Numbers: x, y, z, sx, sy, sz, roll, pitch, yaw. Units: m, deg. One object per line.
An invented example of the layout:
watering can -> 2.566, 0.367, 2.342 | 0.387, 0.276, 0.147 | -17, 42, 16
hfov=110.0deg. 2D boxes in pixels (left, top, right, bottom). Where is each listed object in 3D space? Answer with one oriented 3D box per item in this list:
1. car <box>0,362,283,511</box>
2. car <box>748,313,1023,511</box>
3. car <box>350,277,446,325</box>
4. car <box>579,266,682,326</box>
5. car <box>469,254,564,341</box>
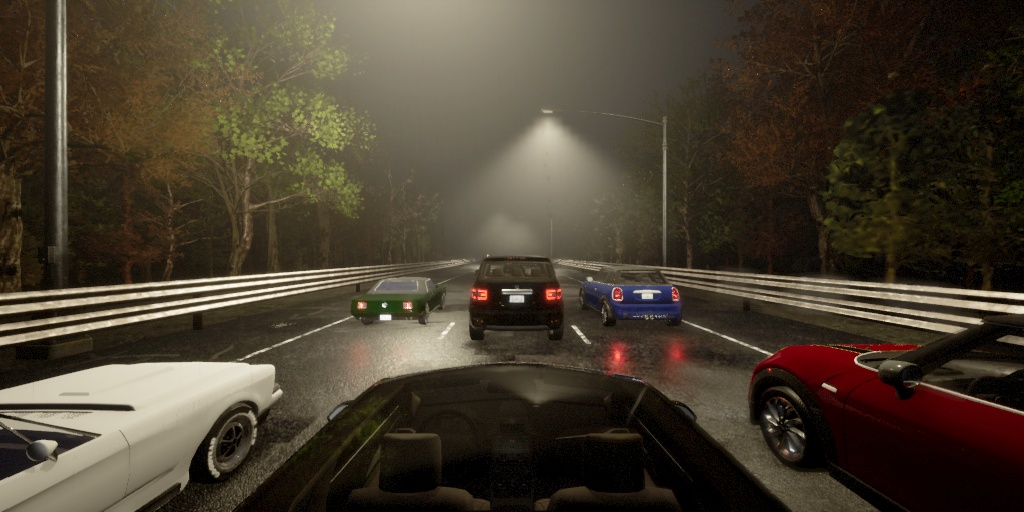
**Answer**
car -> -3.401, 1.351, 1.707 | 1.895, 1.301, 4.718 | 0, 0, 0
car -> 3.595, 1.102, 1.992 | 2.097, 1.767, 4.553 | 0, 0, 0
car -> -3.395, 1.348, 11.762 | 1.895, 1.301, 4.718 | 0, 0, -1
car -> 3.605, 1.099, 11.744 | 2.097, 1.767, 4.553 | 0, 0, -1
car -> 0.103, 0.970, 10.045 | 2.150, 2.045, 5.566 | 0, 0, 0
